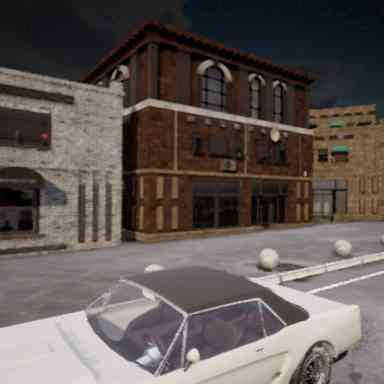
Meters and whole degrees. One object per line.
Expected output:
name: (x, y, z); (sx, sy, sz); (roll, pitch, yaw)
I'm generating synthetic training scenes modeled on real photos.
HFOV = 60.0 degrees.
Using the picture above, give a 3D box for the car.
car: (-0.328, 1.597, 3.448); (4.718, 1.301, 1.895); (0, 0, -35)
